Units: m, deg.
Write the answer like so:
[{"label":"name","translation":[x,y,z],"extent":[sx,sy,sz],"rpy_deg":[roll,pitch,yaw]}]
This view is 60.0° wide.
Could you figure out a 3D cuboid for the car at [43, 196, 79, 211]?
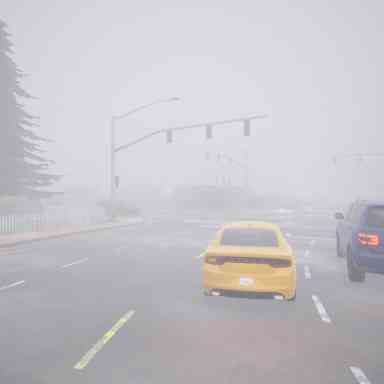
[{"label":"car","translation":[-16.939,1.407,43.044],"extent":[4.553,1.767,2.097],"rpy_deg":[0,0,32]}]

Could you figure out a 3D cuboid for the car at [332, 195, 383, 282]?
[{"label":"car","translation":[5.479,1.221,9.507],"extent":[2.150,2.045,5.566],"rpy_deg":[0,0,19]}]

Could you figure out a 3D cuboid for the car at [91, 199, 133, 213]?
[{"label":"car","translation":[-9.226,1.560,38.216],"extent":[4.892,1.490,1.837],"rpy_deg":[0,0,32]}]

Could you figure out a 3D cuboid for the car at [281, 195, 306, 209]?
[{"label":"car","translation":[13.550,1.491,45.350],"extent":[2.128,1.511,4.902],"rpy_deg":[0,0,32]}]

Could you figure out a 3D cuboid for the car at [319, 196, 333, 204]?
[{"label":"car","translation":[25.267,1.564,64.227],"extent":[1.994,1.385,4.181],"rpy_deg":[0,0,32]}]

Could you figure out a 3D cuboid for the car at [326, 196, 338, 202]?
[{"label":"car","translation":[31.147,1.524,73.775],"extent":[1.812,1.442,4.674],"rpy_deg":[0,0,32]}]

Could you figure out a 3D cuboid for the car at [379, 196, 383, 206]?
[{"label":"car","translation":[33.267,1.477,56.992],"extent":[1.882,1.535,5.008],"rpy_deg":[0,0,32]}]

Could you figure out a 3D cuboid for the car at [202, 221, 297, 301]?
[{"label":"car","translation":[1.513,1.478,8.484],"extent":[1.882,1.535,5.008],"rpy_deg":[0,0,12]}]

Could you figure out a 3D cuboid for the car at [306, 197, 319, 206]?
[{"label":"car","translation":[18.698,1.526,53.694],"extent":[1.812,1.442,4.674],"rpy_deg":[0,0,31]}]

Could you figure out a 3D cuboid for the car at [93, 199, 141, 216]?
[{"label":"car","translation":[-7.172,1.560,32.794],"extent":[4.892,1.490,1.837],"rpy_deg":[0,0,34]}]

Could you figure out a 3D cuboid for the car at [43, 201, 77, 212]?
[{"label":"car","translation":[-15.011,1.581,37.705],"extent":[4.674,1.442,1.812],"rpy_deg":[0,0,32]}]
